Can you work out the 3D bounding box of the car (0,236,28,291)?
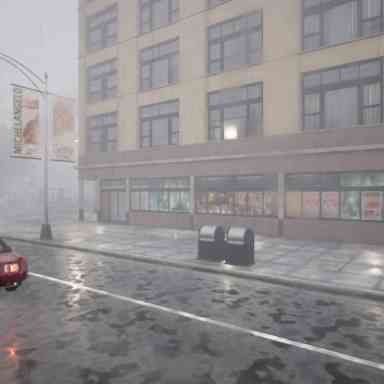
[{"bbox_3d":[-5.664,1.609,8.125,1.895,1.301,4.718,0,0,-42],"label":"car"}]
